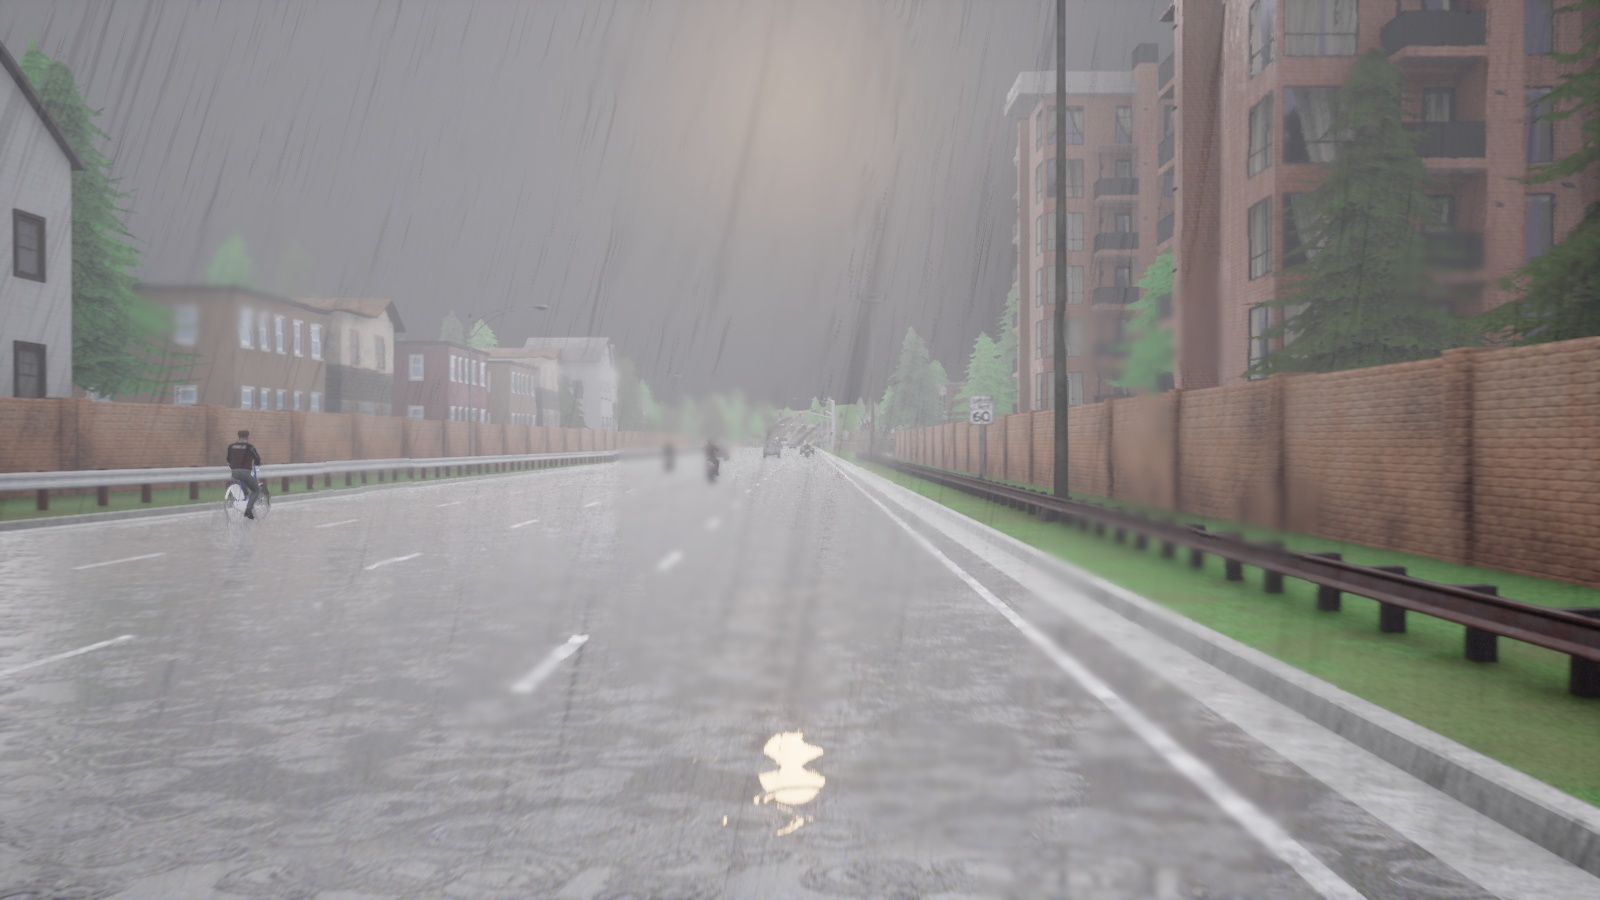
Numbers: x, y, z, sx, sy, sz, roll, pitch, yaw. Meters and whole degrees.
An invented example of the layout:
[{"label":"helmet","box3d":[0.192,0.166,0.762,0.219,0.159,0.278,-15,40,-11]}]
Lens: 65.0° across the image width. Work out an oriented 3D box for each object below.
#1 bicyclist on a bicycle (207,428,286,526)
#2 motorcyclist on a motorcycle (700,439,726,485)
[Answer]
[{"label":"bicyclist on a bicycle","box3d":[-10.351,0.476,23.563,0.659,1.776,1.843,0,1,0]},{"label":"motorcyclist on a motorcycle","box3d":[-3.220,0.432,46.682,0.766,1.649,2.350,0,0,0]}]
